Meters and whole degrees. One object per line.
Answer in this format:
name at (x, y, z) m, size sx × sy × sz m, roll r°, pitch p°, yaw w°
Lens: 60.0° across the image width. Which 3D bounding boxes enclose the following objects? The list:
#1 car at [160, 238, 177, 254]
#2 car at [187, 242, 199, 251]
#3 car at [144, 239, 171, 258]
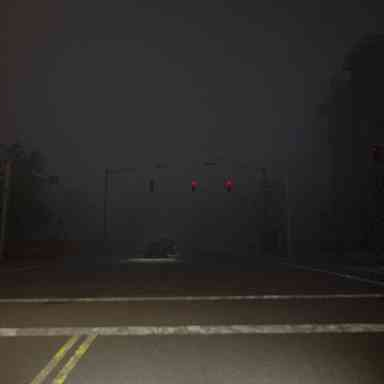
car at (-3.476, 7.026, 43.489) m, size 2.150 × 2.045 × 5.566 m, roll 0°, pitch -9°, yaw 0°
car at (0.138, 9.598, 58.690) m, size 2.128 × 1.511 × 4.902 m, roll 0°, pitch -9°, yaw 0°
car at (-3.512, 5.681, 32.949) m, size 1.882 × 1.535 × 5.008 m, roll 0°, pitch -9°, yaw 0°
